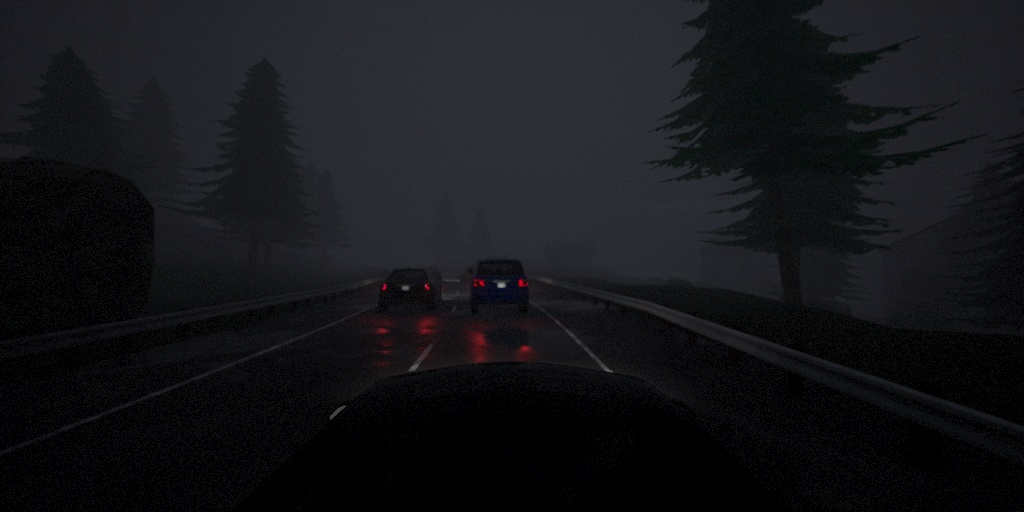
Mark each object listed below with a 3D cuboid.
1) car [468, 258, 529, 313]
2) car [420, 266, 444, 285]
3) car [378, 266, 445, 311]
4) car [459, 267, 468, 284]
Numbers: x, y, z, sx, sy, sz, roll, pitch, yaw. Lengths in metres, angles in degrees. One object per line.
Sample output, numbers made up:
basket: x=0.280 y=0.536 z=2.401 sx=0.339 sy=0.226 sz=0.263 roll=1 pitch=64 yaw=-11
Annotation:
car: x=-0.644 y=1.122 z=15.048 sx=2.150 sy=2.045 sz=5.566 roll=0 pitch=0 yaw=-6
car: x=-6.983 y=1.598 z=31.021 sx=1.812 sy=1.442 sz=4.674 roll=0 pitch=0 yaw=-14
car: x=-4.241 y=1.254 z=15.589 sx=2.097 sy=1.767 sz=4.553 roll=0 pitch=-1 yaw=-7
car: x=-3.466 y=1.641 z=31.370 sx=1.994 sy=1.385 sz=4.181 roll=0 pitch=-1 yaw=-14
